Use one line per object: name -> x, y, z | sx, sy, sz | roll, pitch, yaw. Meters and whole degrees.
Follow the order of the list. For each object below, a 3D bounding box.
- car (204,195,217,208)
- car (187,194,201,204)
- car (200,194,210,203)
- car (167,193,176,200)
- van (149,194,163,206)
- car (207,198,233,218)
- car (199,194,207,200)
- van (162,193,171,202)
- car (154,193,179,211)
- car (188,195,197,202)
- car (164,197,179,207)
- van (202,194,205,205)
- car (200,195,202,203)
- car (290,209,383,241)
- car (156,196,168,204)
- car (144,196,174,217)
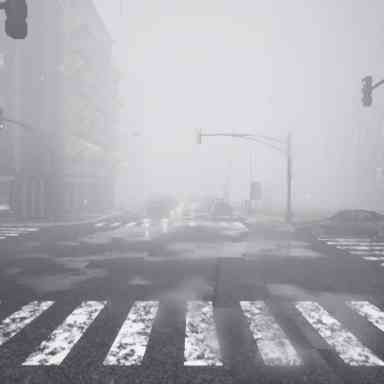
car -> 2.663, 1.405, 35.632 | 1.967, 1.590, 4.097 | -1, 0, 0
car -> 0.135, 1.274, 61.396 | 2.097, 1.767, 4.553 | 0, 0, 0
car -> 2.685, 1.344, 69.507 | 1.967, 1.590, 4.097 | -1, 0, 0
car -> -5.658, 1.161, 92.065 | 2.192, 1.841, 5.009 | -1, 0, 0
van -> -5.678, 1.280, 52.541 | 1.690, 1.788, 3.998 | -1, 0, 0
car -> 2.661, 1.518, 29.987 | 1.887, 1.381, 4.507 | -1, 0, 0
car -> 2.724, 1.302, 86.445 | 1.967, 1.590, 4.097 | -1, 0, 0
van -> -5.667, 1.232, 75.126 | 1.690, 1.788, 3.998 | -1, 0, 0
car -> -3.070, 1.310, 40.532 | 2.097, 1.767, 4.553 | 0, 0, 0
car -> 0.054, 1.402, 71.093 | 1.837, 1.490, 4.892 | 0, 0, 0
car -> -3.053, 1.506, 50.497 | 1.994, 1.385, 4.181 | 0, 0, 0
van -> 2.667, 1.289, 46.924 | 1.690, 1.788, 3.998 | -1, 0, 0
car -> 2.672, 1.483, 52.570 | 1.887, 1.381, 4.507 | -1, 0, 0
car -> 7.657, 1.548, 16.225 | 5.357, 1.411, 2.033 | 0, 0, 8
car -> -5.670, 1.461, 63.833 | 1.887, 1.381, 4.507 | -1, 0, 0
car -> -3.080, 1.449, 31.217 | 1.882, 1.535, 5.008 | 0, 0, 0
